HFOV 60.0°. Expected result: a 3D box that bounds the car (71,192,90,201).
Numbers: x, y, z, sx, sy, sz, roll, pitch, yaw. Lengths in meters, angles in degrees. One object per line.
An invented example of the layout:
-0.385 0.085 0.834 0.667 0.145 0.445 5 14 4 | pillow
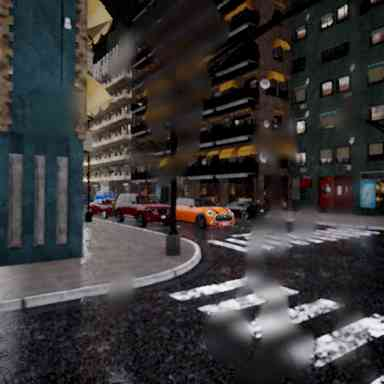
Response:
-19.113 0.770 56.903 1.887 1.381 4.507 2 0 -36 | car

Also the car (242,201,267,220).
3.756 1.355 25.320 1.947 1.339 4.313 2 0 -36 | car

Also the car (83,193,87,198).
-15.605 0.890 47.547 2.033 1.411 5.357 1 0 -36 | car

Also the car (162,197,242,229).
0.465 1.127 20.021 2.097 1.767 4.553 1 0 -37 | car

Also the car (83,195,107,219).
-6.320 1.183 24.949 1.887 1.381 4.507 2 0 -36 | car

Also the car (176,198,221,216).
0.489 1.290 29.832 1.802 1.307 4.206 2 0 -36 | car

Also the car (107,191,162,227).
-3.047 1.034 20.438 2.192 1.841 5.009 2 0 -36 | car

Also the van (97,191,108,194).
-12.574 0.727 47.880 1.690 1.788 3.998 2 0 -36 | van
